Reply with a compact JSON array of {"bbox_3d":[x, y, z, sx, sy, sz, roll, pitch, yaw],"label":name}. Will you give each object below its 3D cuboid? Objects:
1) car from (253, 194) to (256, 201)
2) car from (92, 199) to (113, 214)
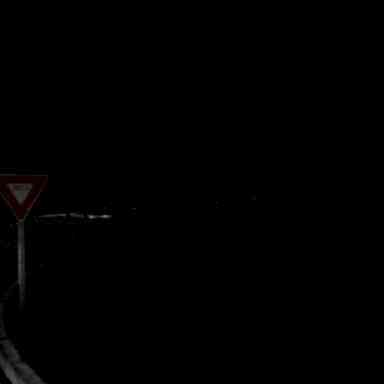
[{"bbox_3d":[13.019,1.081,71.108,2.128,1.511,4.902,-1,0,26],"label":"car"},{"bbox_3d":[-8.565,1.497,35.815,1.882,1.535,5.008,-1,0,27],"label":"car"}]
